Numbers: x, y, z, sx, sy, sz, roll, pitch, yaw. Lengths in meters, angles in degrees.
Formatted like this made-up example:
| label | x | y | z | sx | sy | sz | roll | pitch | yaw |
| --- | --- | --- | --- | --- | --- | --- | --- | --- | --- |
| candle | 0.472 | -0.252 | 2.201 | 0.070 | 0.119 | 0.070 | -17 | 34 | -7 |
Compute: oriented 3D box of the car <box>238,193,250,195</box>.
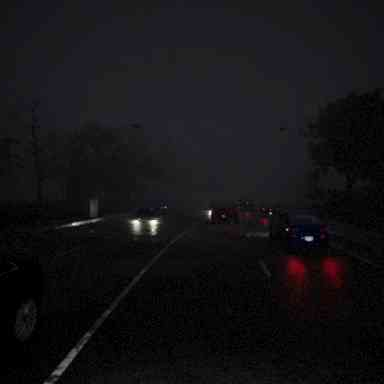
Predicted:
| label | x | y | z | sx | sy | sz | roll | pitch | yaw |
| --- | --- | --- | --- | --- | --- | --- | --- | --- | --- |
| car | 10.755 | 1.271 | 70.374 | 2.150 | 2.045 | 5.566 | 0 | 0 | 27 |

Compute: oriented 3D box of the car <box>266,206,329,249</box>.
| label | x | y | z | sx | sy | sz | roll | pitch | yaw |
| --- | --- | --- | --- | --- | --- | --- | --- | --- | --- |
| car | 4.558 | 1.551 | 14.562 | 1.812 | 1.442 | 4.674 | 0 | 0 | 6 |

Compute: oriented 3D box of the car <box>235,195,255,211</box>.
| label | x | y | z | sx | sy | sz | roll | pitch | yaw |
| --- | --- | --- | --- | --- | --- | --- | --- | --- | --- |
| car | 6.822 | 1.547 | 42.229 | 2.128 | 1.511 | 4.902 | 0 | 0 | 17 |

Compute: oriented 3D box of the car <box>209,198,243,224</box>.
| label | x | y | z | sx | sy | sz | roll | pitch | yaw |
| --- | --- | --- | --- | --- | --- | --- | --- | --- | --- |
| car | 2.615 | 1.507 | 25.272 | 1.882 | 1.535 | 5.008 | 0 | 0 | 10 |

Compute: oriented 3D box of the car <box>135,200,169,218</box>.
| label | x | y | z | sx | sy | sz | roll | pitch | yaw |
| --- | --- | --- | --- | --- | --- | --- | --- | --- | --- |
| car | -3.619 | 1.489 | 30.762 | 1.882 | 1.535 | 5.008 | 0 | 0 | 12 |

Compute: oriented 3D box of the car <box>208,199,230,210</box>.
| label | x | y | z | sx | sy | sz | roll | pitch | yaw |
| --- | --- | --- | --- | --- | --- | --- | --- | --- | --- |
| car | 3.634 | 1.645 | 44.491 | 1.895 | 1.301 | 4.718 | 0 | 0 | 18 |

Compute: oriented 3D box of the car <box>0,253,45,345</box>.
| label | x | y | z | sx | sy | sz | roll | pitch | yaw |
| --- | --- | --- | --- | --- | --- | --- | --- | --- | --- |
| car | -3.427 | 1.487 | 3.603 | 2.128 | 1.511 | 4.902 | 0 | 0 | 2 |

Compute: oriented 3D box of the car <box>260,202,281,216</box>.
| label | x | y | z | sx | sy | sz | roll | pitch | yaw |
| --- | --- | --- | --- | --- | --- | --- | --- | --- | --- |
| car | 7.710 | 1.653 | 32.520 | 1.895 | 1.301 | 4.718 | 0 | 0 | 14 |
